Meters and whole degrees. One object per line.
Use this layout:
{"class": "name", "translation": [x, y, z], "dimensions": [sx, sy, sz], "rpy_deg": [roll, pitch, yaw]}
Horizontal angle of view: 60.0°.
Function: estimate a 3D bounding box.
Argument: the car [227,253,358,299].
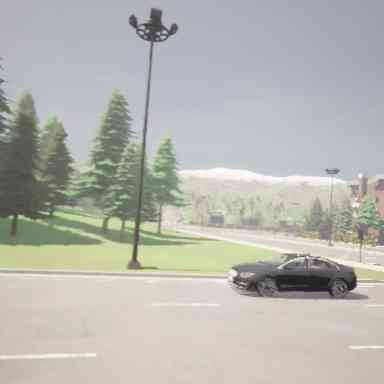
{"class": "car", "translation": [3.816, 3.090, 12.651], "dimensions": [4.902, 1.511, 2.128], "rpy_deg": [5, -5, -13]}
